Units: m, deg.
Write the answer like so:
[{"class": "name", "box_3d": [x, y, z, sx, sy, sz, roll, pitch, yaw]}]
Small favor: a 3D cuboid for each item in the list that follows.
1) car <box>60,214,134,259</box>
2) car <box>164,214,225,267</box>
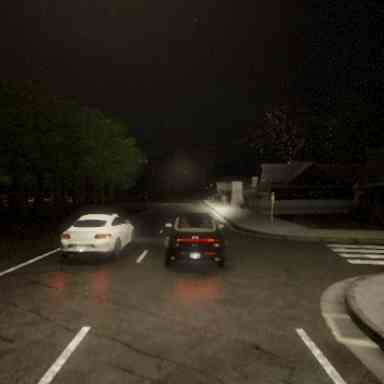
[{"class": "car", "box_3d": [-3.409, 1.537, 12.566, 1.812, 1.442, 4.674, 0, 0, 0]}, {"class": "car", "box_3d": [0.097, 1.541, 11.666, 1.837, 1.490, 4.892, 1, 0, 0]}]
